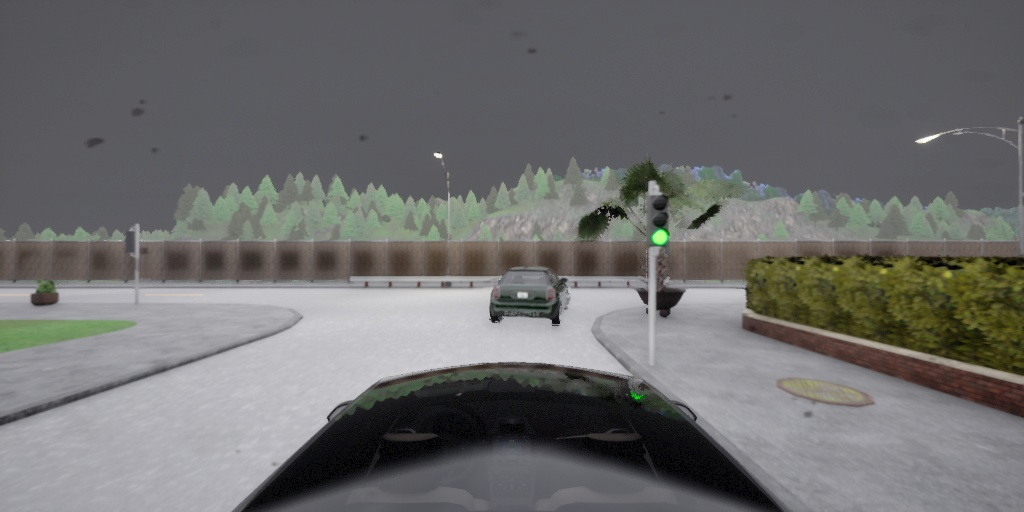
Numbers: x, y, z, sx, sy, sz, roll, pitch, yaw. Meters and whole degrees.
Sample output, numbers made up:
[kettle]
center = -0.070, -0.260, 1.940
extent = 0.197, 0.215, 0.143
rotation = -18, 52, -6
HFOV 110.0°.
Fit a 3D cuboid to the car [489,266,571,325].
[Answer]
[car]
center = 0.771, 1.139, 12.237
extent = 2.097, 1.767, 4.553
rotation = 0, 0, 13
